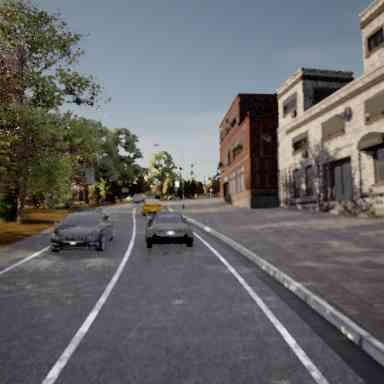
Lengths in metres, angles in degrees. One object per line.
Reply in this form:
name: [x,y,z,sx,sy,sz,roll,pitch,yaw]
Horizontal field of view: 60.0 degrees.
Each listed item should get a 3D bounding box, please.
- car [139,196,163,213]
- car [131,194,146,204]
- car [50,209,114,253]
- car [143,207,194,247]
car: [-3.938,1.438,32.791,1.882,1.535,5.008,1,0,-10]
car: [-8.894,1.176,56.417,2.097,1.767,4.553,-1,0,6]
car: [-4.358,1.500,13.800,1.837,1.490,4.892,1,0,-7]
car: [-1.098,1.583,15.138,1.994,1.385,4.181,0,0,-7]
